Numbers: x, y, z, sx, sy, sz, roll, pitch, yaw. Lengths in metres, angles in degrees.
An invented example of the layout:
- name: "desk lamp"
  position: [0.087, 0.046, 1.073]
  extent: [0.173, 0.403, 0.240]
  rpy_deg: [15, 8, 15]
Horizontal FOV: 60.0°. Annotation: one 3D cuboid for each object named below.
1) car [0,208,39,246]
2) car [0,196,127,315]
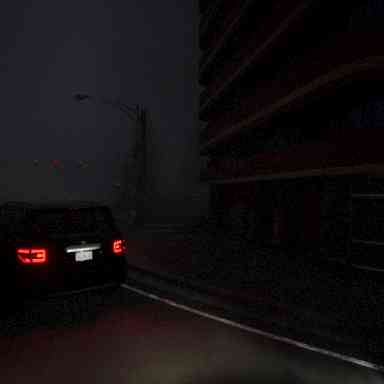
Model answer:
- name: "car"
  position: [-8.473, 1.564, 15.906]
  extent: [1.994, 1.385, 4.181]
  rpy_deg: [0, 0, -26]
- name: "car"
  position: [-3.610, 1.221, 7.932]
  extent: [2.150, 2.045, 5.566]
  rpy_deg: [0, 0, -40]
